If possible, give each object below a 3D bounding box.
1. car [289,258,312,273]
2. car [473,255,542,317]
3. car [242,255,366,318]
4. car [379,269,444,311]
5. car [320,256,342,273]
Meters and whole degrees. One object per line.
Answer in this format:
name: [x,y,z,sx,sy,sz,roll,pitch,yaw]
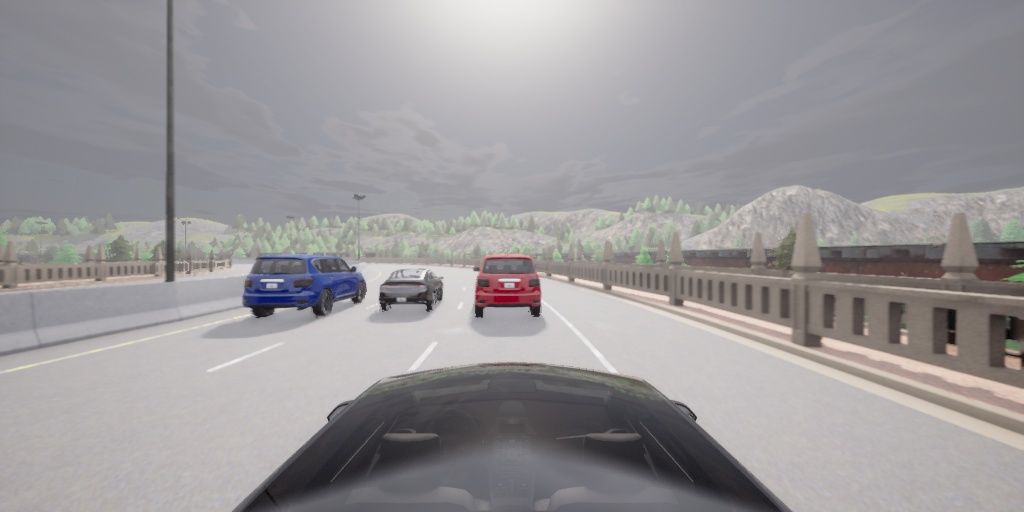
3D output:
car: [-26.185,1.103,44.491,2.097,1.767,4.553,0,0,-25]
car: [-0.267,0.971,13.398,2.150,2.045,5.566,0,0,-4]
car: [-7.256,0.972,13.218,2.150,2.045,5.566,0,0,-4]
car: [-3.860,1.241,14.343,2.128,1.511,4.902,0,0,-4]
car: [-22.232,0.972,44.304,2.150,2.045,5.566,0,0,-24]
